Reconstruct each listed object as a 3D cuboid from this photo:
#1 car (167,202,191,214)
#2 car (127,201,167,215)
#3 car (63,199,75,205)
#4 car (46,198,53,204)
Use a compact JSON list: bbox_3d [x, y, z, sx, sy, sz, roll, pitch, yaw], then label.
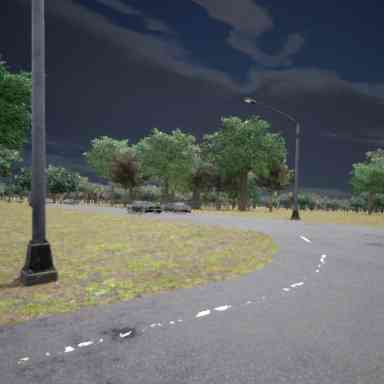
[{"bbox_3d":[-2.179,1.968,41.957,2.033,1.411,5.357,4,-3,-35],"label":"car"},{"bbox_3d":[-4.777,1.596,33.444,1.895,1.301,4.718,4,-3,-35],"label":"car"},{"bbox_3d":[-30.635,2.521,82.895,2.128,1.511,4.902,4,-3,-35],"label":"car"},{"bbox_3d":[-37.784,2.273,87.027,2.097,1.767,4.553,4,-3,-33],"label":"car"}]
